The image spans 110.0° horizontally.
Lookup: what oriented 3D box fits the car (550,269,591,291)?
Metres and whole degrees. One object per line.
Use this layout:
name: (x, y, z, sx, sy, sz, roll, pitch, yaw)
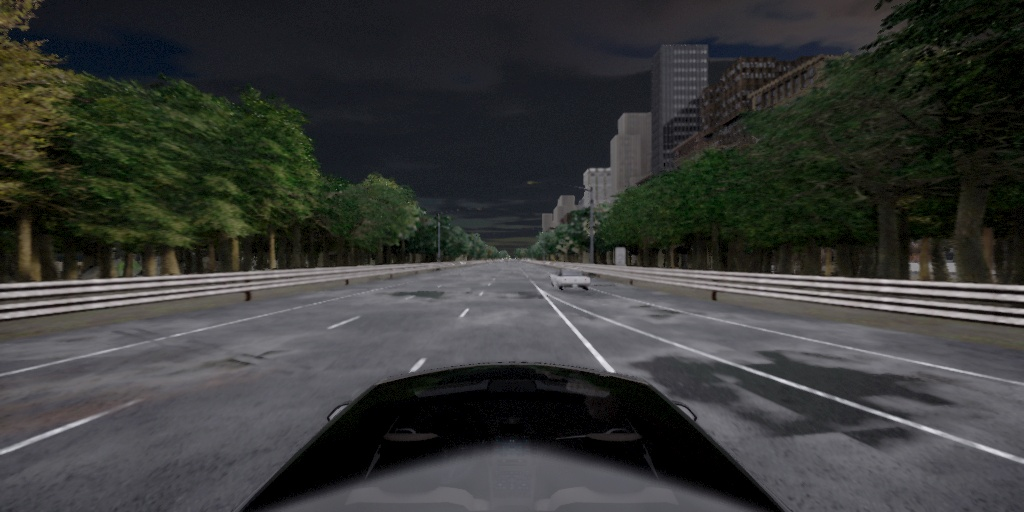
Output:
car: (3.726, 1.532, 23.750, 1.895, 1.301, 4.718, 0, 0, -2)
